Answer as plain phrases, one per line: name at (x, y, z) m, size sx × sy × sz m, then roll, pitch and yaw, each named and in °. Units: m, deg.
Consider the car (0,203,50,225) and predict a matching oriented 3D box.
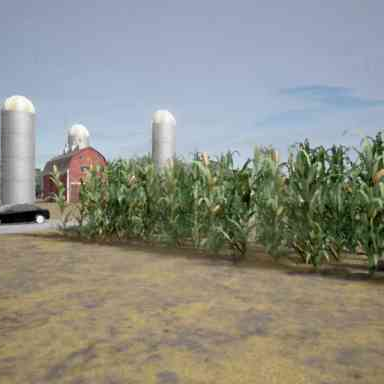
car at (-13.023, 1.608, 24.412) m, size 1.882 × 1.535 × 5.008 m, roll 1°, pitch 0°, yaw 37°
